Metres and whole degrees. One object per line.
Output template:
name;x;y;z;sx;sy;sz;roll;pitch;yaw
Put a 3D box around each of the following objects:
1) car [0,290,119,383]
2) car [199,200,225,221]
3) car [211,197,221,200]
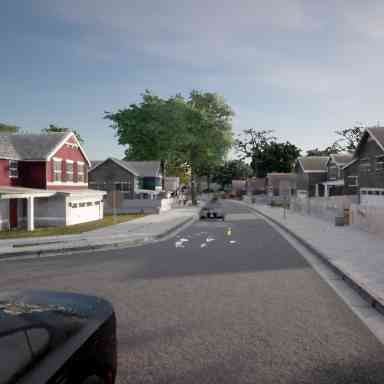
car;-1.985;1.480;1.440;1.882;1.535;5.008;0;0;10
car;1.690;1.593;26.871;1.994;1.385;4.181;0;0;6
car;3.734;1.576;51.068;1.837;1.490;4.892;0;0;3
